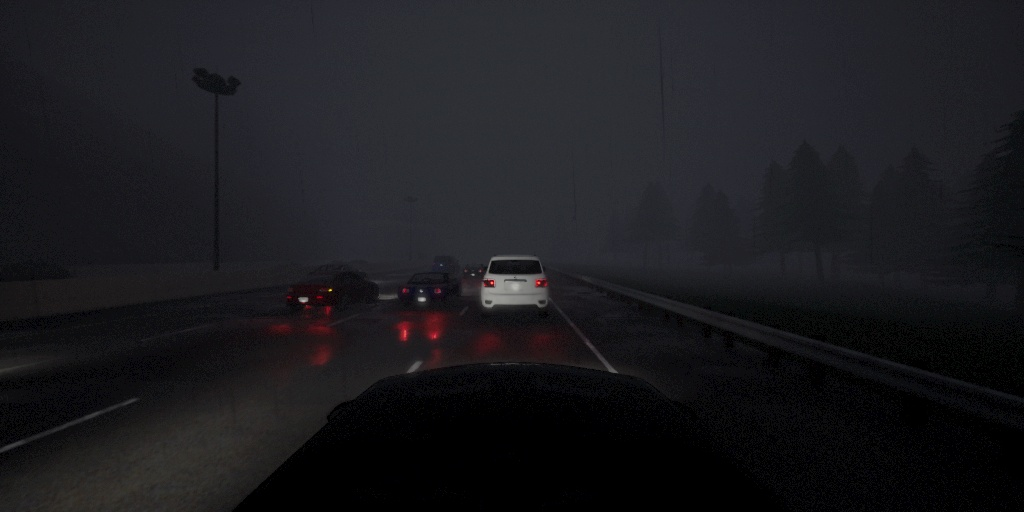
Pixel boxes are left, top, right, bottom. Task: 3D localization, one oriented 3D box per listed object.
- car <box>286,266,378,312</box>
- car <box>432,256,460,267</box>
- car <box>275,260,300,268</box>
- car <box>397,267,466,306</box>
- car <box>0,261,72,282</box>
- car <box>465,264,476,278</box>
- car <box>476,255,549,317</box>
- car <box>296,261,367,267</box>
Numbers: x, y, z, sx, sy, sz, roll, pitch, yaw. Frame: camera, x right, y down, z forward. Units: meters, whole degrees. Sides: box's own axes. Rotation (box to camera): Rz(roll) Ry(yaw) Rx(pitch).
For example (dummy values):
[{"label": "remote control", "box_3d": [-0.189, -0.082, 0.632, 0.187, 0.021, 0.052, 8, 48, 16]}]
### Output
[{"label": "car", "box_3d": [-6.900, 1.278, 14.180, 1.812, 1.442, 4.674, 0, 0, 0]}, {"label": "car", "box_3d": [-6.902, 0.976, 37.732, 2.150, 2.045, 5.566, 0, 0, 0]}, {"label": "car", "box_3d": [-31.737, 1.283, 51.267, 1.812, 1.442, 4.674, 0, 0, -1]}, {"label": "car", "box_3d": [-3.400, 1.353, 15.776, 1.895, 1.301, 4.718, 0, 0, 0]}, {"label": "car", "box_3d": [-28.098, 1.106, 20.049, 2.097, 1.767, 4.553, 0, 0, 0]}, {"label": "car", "box_3d": [-3.402, 1.355, 33.671, 1.895, 1.301, 4.718, 0, 0, 0]}, {"label": "car", "box_3d": [0.100, 0.973, 13.267, 2.150, 2.045, 5.566, 0, 0, 0]}, {"label": "car", "box_3d": [-10.402, 1.244, 21.695, 2.128, 1.511, 4.902, 0, 0, 0]}]
